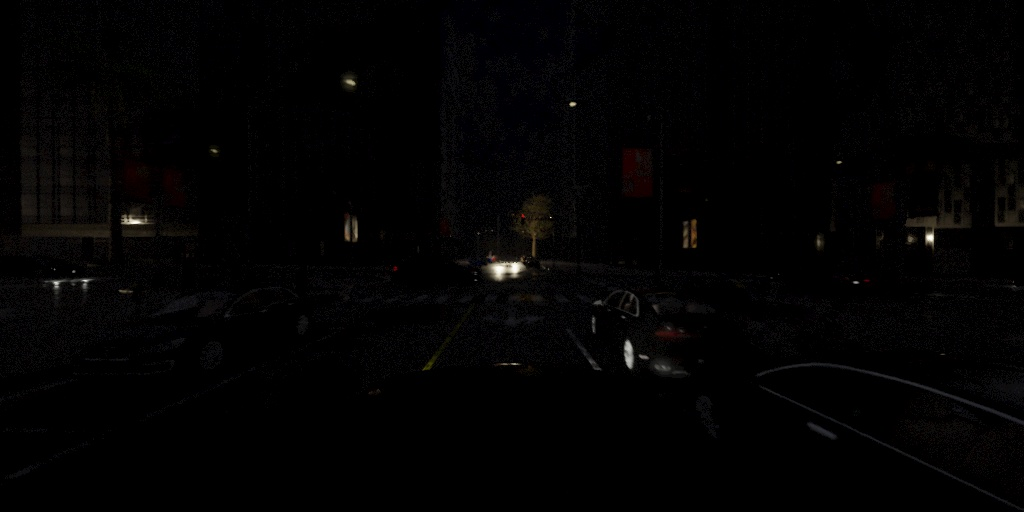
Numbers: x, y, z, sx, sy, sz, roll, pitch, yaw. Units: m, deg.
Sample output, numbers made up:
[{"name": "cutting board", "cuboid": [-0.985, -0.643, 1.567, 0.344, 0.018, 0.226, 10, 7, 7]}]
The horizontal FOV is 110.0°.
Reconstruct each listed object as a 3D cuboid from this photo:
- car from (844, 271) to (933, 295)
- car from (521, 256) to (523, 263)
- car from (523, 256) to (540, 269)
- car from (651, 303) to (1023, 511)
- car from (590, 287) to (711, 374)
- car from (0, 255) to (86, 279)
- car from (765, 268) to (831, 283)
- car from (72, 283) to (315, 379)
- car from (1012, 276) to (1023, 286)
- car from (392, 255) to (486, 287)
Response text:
[{"name": "car", "cuboid": [23.822, 1.684, 22.759, 4.181, 1.385, 1.994, 1, 0, 0]}, {"name": "car", "cuboid": [3.022, 1.060, 60.463, 2.007, 1.370, 4.403, 0, 0, 0]}, {"name": "car", "cuboid": [2.927, 1.103, 49.438, 2.007, 1.370, 4.403, 0, 0, 0]}, {"name": "car", "cuboid": [2.762, 1.298, 2.263, 2.007, 1.370, 4.403, 0, 0, 0]}, {"name": "car", "cuboid": [2.759, 1.277, 7.255, 2.007, 1.370, 4.403, 0, 0, 0]}, {"name": "car", "cuboid": [-30.395, 0.689, 22.900, 4.892, 1.490, 1.837, 1, 0, 0]}, {"name": "car", "cuboid": [25.868, 1.735, 32.600, 4.718, 1.301, 1.895, 1, 0, 0]}, {"name": "car", "cuboid": [-5.766, 1.276, 7.255, 2.007, 1.370, 4.403, 0, 0, 0]}, {"name": "car", "cuboid": [48.370, 2.130, 32.457, 4.181, 1.385, 1.994, 1, 0, 0]}, {"name": "car", "cuboid": [-4.721, 0.985, 22.838, 5.566, 2.045, 2.150, 1, 0, 0]}]
